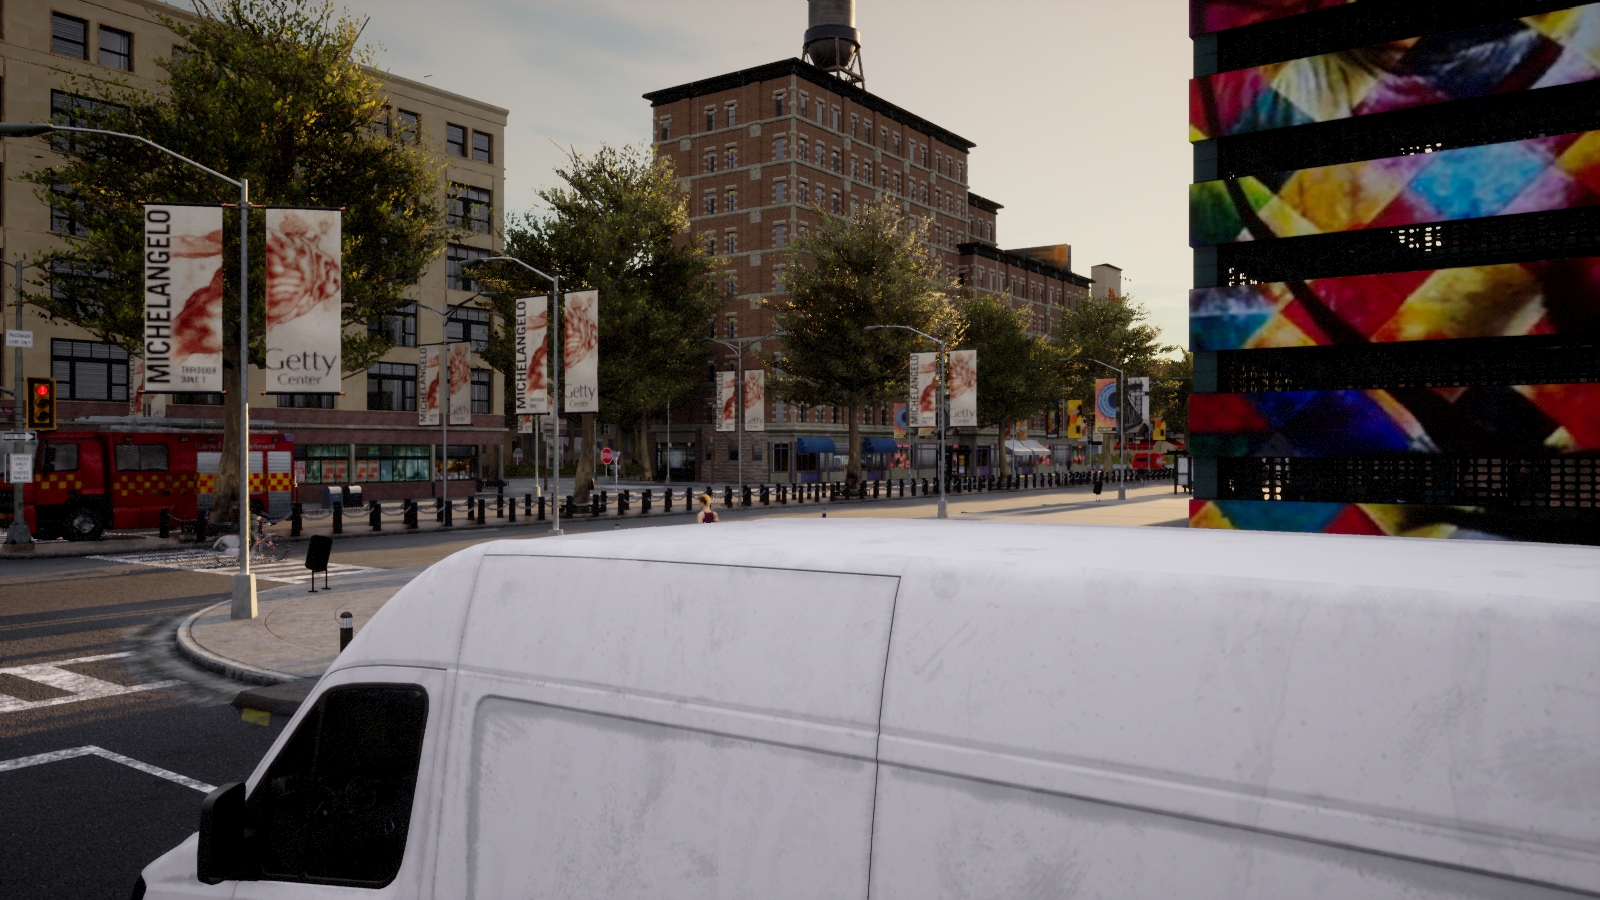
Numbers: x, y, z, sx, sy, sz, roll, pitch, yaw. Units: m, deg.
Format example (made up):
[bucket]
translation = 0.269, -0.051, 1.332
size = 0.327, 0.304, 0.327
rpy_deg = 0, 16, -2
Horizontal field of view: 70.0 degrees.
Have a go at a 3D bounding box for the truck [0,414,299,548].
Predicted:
[truck]
translation = -20.930, 0.890, 36.873
size = 2.891, 3.827, 8.468
rpy_deg = 0, 0, 35

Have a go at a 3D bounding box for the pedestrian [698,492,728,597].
[pedestrian]
translation = -1.577, 1.696, 20.682
size = 0.375, 1.860, 0.375
rpy_deg = 0, 0, 39

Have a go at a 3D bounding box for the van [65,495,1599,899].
[van]
translation = -0.118, 1.534, 3.913
size = 5.915, 2.561, 1.988
rpy_deg = 0, 0, 36
